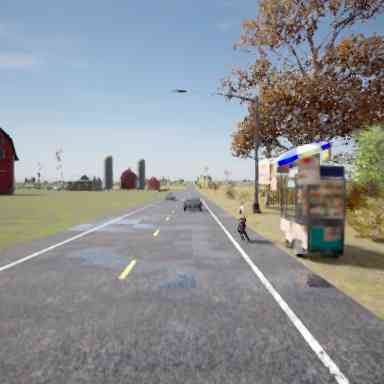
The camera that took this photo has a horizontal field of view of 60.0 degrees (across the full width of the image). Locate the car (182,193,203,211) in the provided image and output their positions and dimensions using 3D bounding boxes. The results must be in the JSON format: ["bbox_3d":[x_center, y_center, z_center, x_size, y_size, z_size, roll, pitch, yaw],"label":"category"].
[{"bbox_3d":[0.078,1.045,33.110,2.128,1.511,4.902,0,1,0],"label":"car"}]

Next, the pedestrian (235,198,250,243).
[{"bbox_3d":[2.033,1.114,13.403,0.375,1.860,0.375,-1,1,-3],"label":"pedestrian"}]

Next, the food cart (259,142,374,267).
[{"bbox_3d":[4.018,0.307,11.843,2.280,3.560,4.660,1,1,0],"label":"food cart"}]

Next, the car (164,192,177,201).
[{"bbox_3d":[-3.551,0.759,55.111,1.837,1.490,4.892,0,1,1],"label":"car"}]

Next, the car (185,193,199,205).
[{"bbox_3d":[0.017,0.905,45.987,1.812,1.442,4.674,0,1,0],"label":"car"}]
